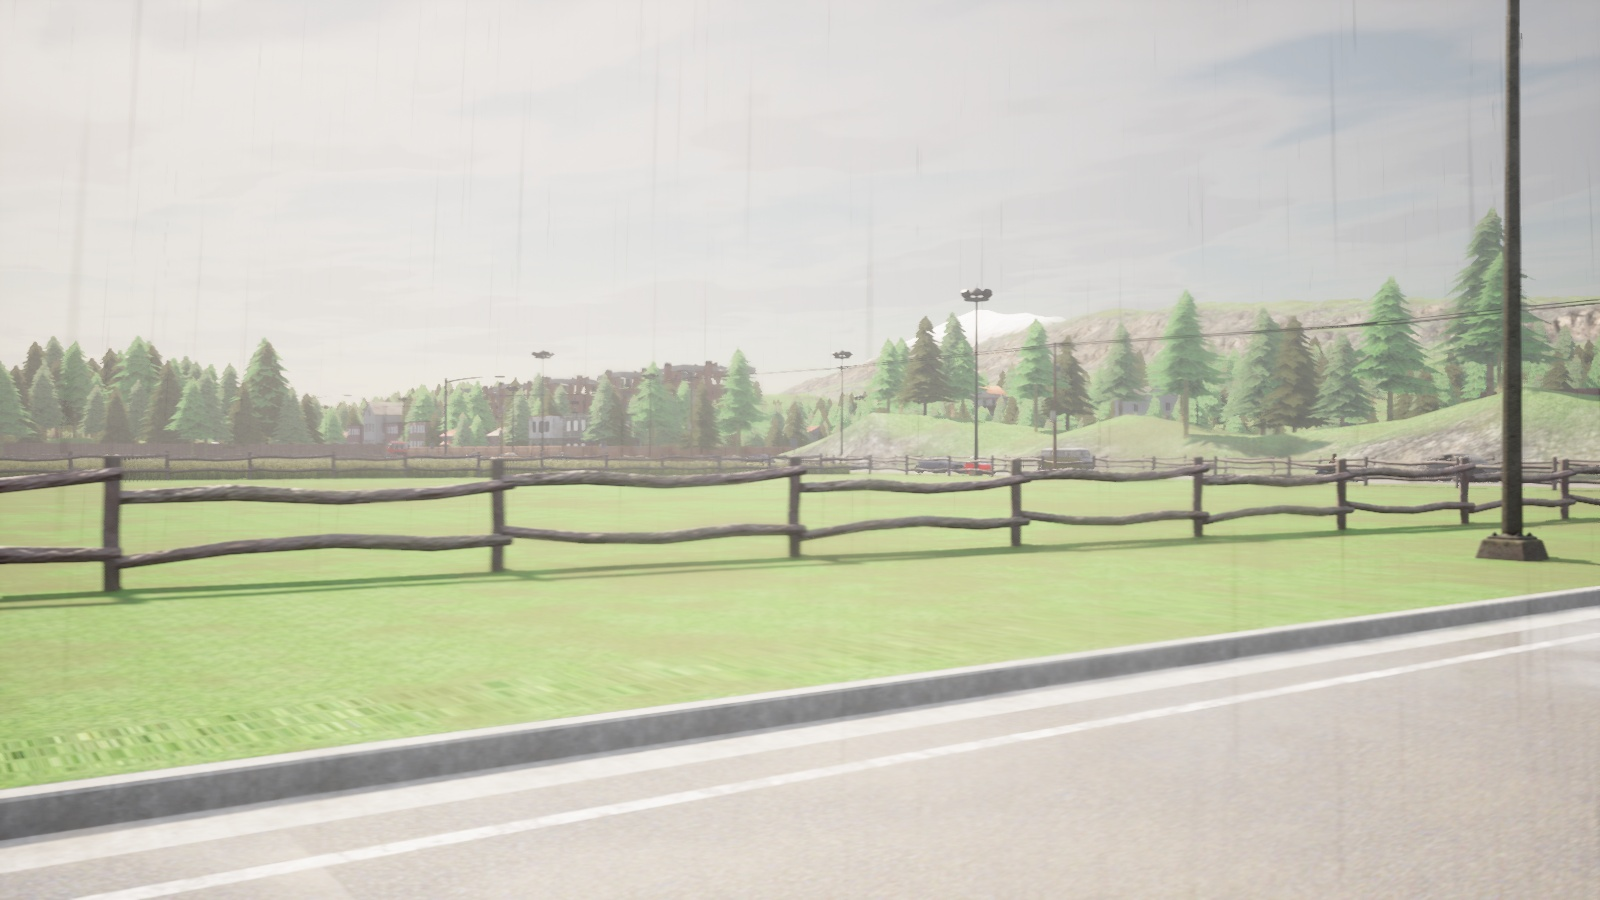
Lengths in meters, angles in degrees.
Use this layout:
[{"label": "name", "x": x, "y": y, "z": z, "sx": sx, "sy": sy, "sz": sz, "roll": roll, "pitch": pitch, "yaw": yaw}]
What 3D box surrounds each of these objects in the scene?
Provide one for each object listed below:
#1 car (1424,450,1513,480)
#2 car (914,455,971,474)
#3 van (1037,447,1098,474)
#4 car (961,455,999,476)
[{"label": "car", "x": 37.269, "y": 0.823, "z": 70.104, "sx": 1.851, "sy": 1.617, "sz": 3.988, "roll": 0, "pitch": 0, "yaw": -36}, {"label": "car", "x": 10.729, "y": 1.098, "z": 95.057, "sx": 1.994, "sy": 1.385, "sz": 4.181, "roll": 0, "pitch": 0, "yaw": -36}, {"label": "van", "x": 20.031, "y": 0.773, "z": 94.104, "sx": 1.775, "sy": 1.987, "sz": 4.442, "roll": 0, "pitch": 0, "yaw": -36}, {"label": "car", "x": 12.419, "y": 1.061, "z": 86.703, "sx": 1.481, "sy": 1.376, "sz": 2.207, "roll": 0, "pitch": -1, "yaw": -36}]
